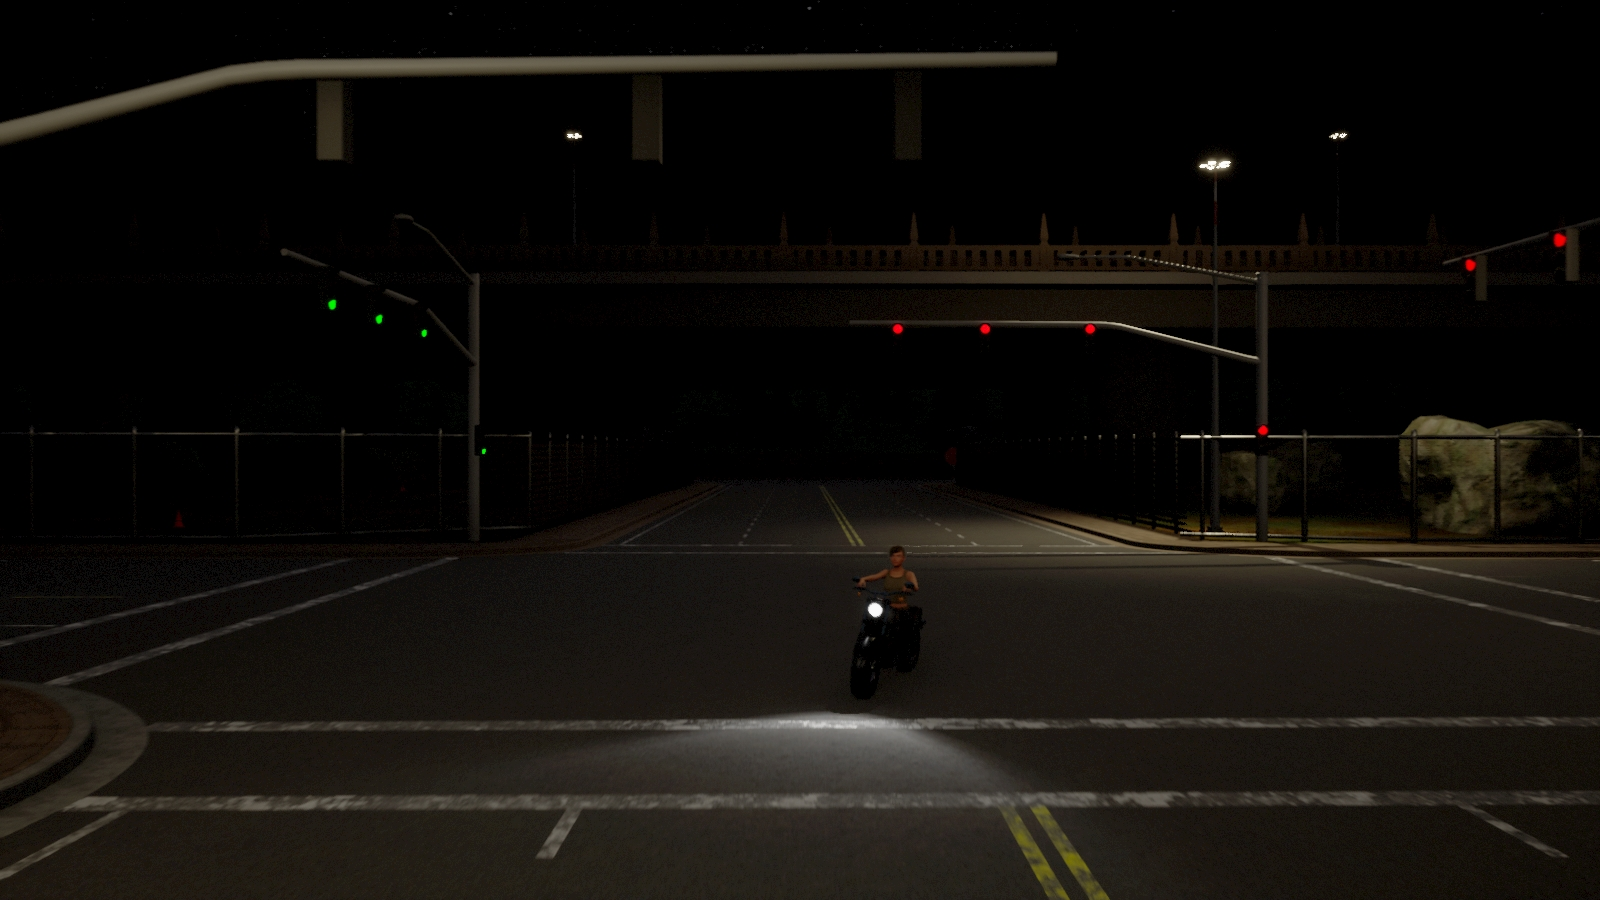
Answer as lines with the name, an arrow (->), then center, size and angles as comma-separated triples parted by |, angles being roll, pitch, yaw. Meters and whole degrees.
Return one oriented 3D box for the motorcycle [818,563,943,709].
motorcycle -> 1.010, 2.132, 13.577 | 0.764, 1.307, 2.356 | 2, 1, 22
